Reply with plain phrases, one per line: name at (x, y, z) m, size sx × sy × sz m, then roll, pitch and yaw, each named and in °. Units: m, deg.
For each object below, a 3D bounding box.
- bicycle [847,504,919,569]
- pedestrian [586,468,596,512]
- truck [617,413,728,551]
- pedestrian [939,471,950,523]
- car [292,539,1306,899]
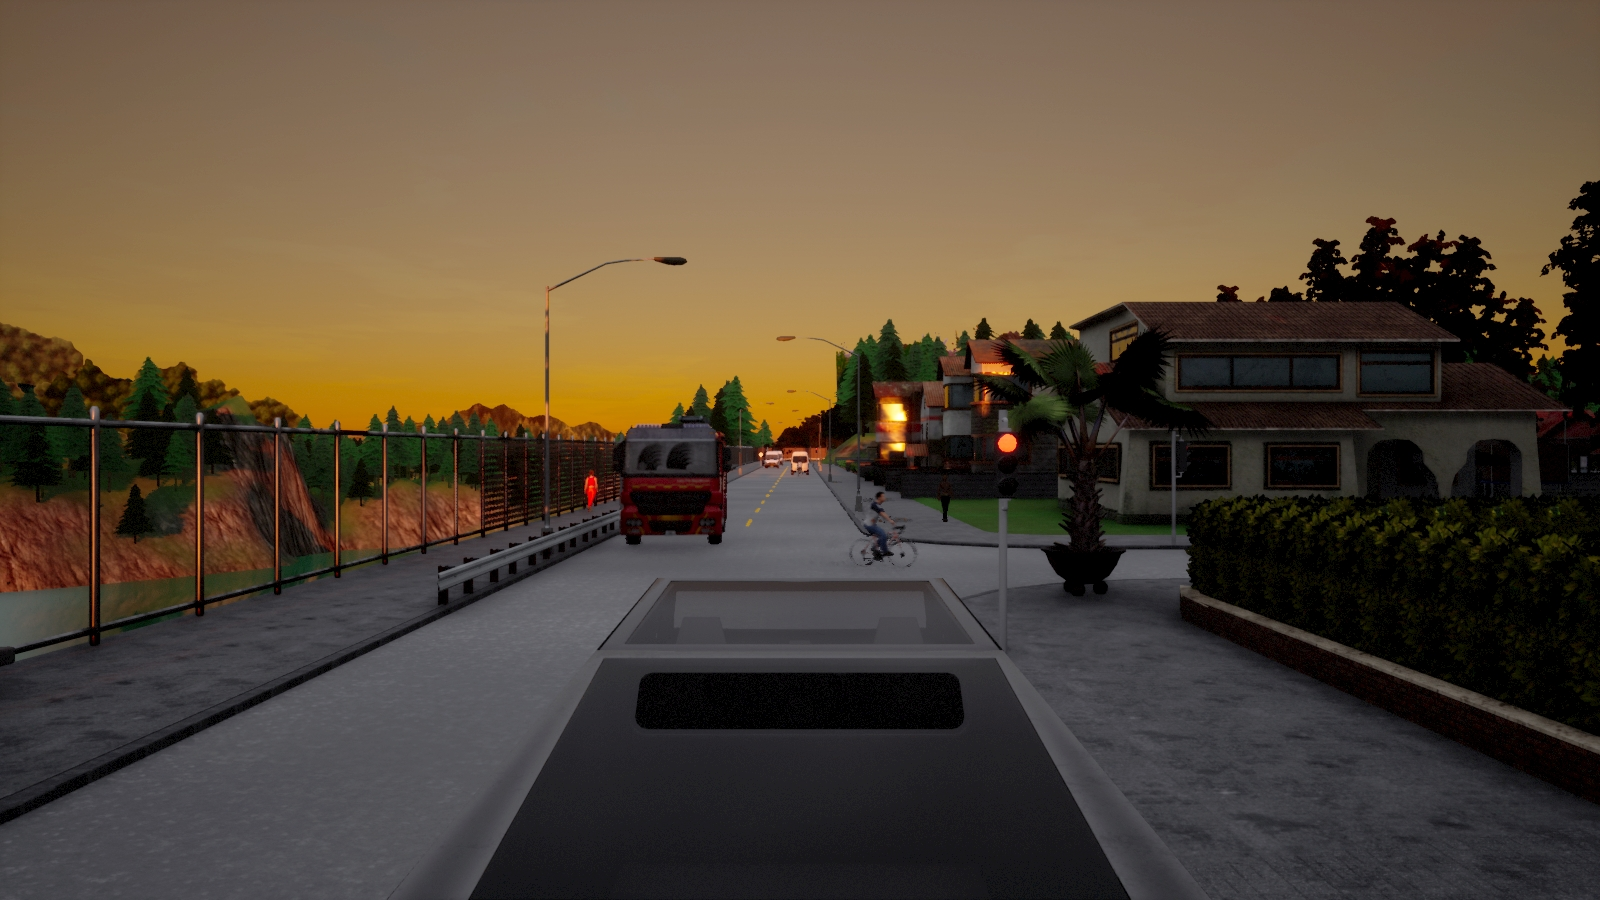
bicycle at (1.966, 2.045, 27.152) m, size 1.643 × 1.496 × 0.373 m, roll 0°, pitch -4°, yaw 20°
pedestrian at (-9.038, 1.726, 49.316) m, size 0.375 × 1.860 × 0.375 m, roll 0°, pitch 0°, yaw -2°
truck at (-3.797, 0.876, 35.798) m, size 2.891 × 3.827 × 8.468 m, roll 0°, pitch 0°, yaw -2°
pedestrian at (5.306, 1.720, 41.919) m, size 0.375 × 1.860 × 0.375 m, roll 0°, pitch 0°, yaw 0°
car at (-0.001, 1.751, 5.830) m, size 2.390 × 2.098 × 6.274 m, roll 0°, pitch 0°, yaw 0°
